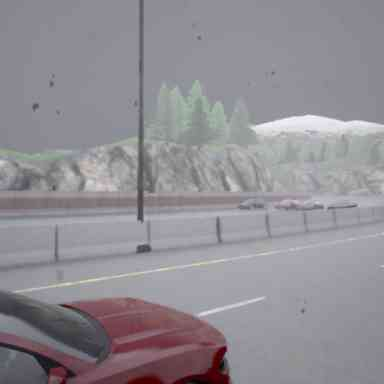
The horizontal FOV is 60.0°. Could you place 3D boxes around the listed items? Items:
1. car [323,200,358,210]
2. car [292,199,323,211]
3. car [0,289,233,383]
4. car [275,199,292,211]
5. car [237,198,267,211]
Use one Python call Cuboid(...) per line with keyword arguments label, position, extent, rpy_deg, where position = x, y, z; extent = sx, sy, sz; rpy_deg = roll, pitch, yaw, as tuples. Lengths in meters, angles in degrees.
Cuboid(label="car", position=(16.538, 1.596, 36.352), extent=(1.882, 1.535, 5.008), rpy_deg=(0, 0, 44))
Cuboid(label="car", position=(13.806, 1.641, 38.545), extent=(1.812, 1.442, 4.674), rpy_deg=(0, 0, 44))
Cuboid(label="car", position=(-1.912, 1.477, 2.383), extent=(5.008, 1.535, 1.882), rpy_deg=(0, 0, -35))
Cuboid(label="car", position=(12.286, 1.644, 42.016), extent=(1.812, 1.442, 4.674), rpy_deg=(0, 0, 43))
Cuboid(label="car", position=(7.761, 1.610, 42.371), extent=(1.837, 1.490, 4.892), rpy_deg=(0, 0, 44))
